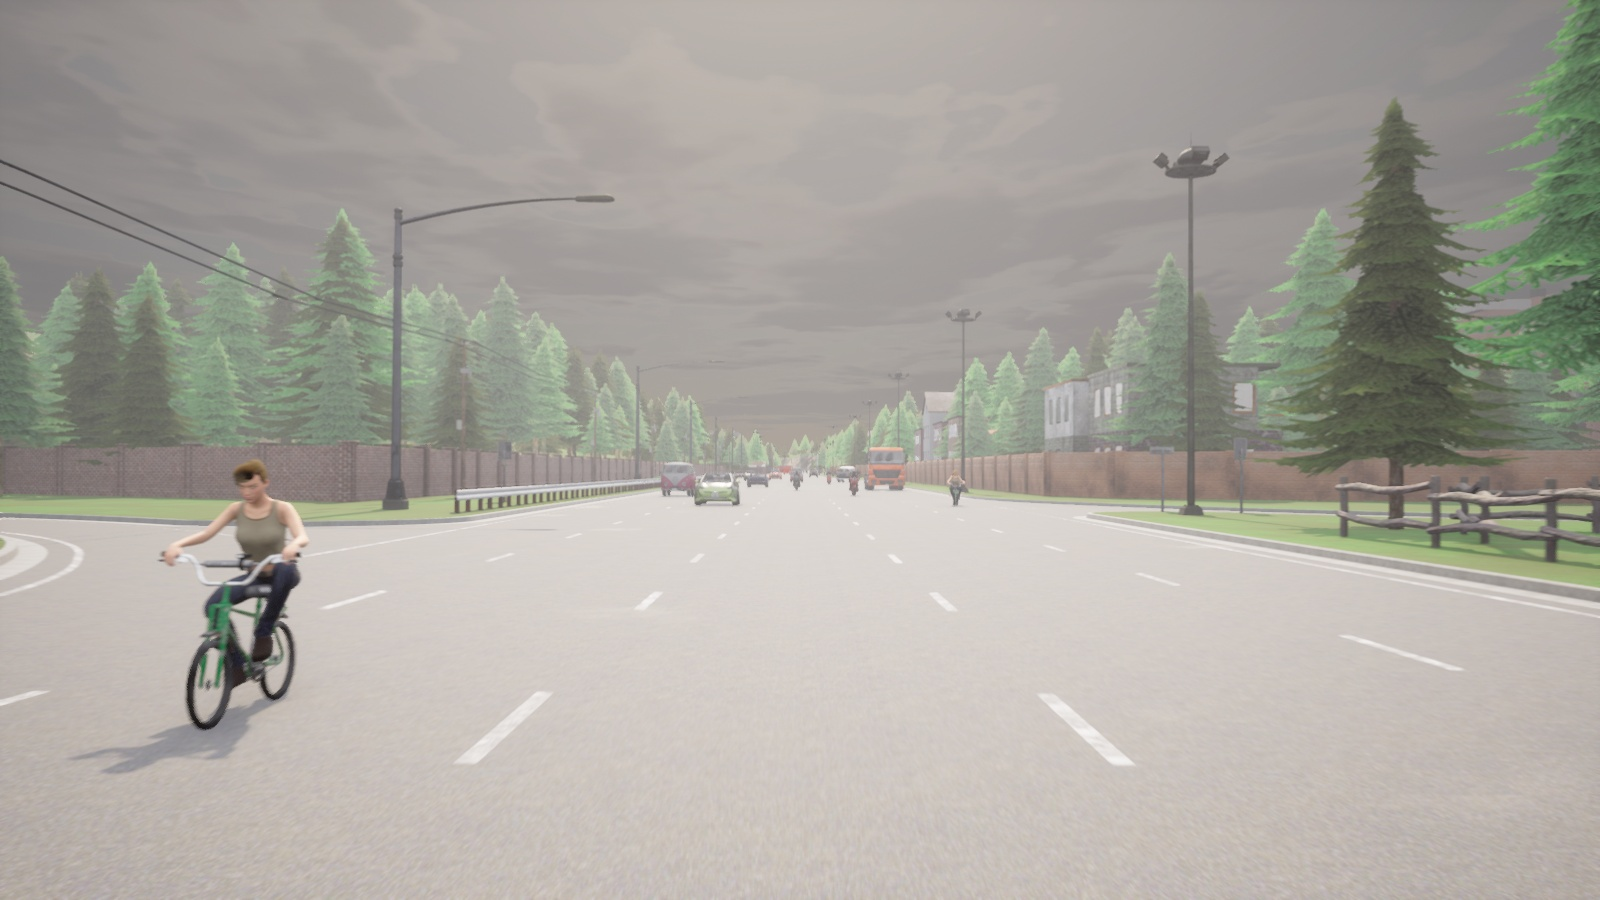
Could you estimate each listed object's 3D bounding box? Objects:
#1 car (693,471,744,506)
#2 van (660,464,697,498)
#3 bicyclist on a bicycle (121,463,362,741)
[{"bbox_3d":[-3.637,1.704,56.459,2.007,1.525,4.514,0,-1,0],"label":"car"},{"bbox_3d":[-7.181,1.823,74.676,1.775,1.987,4.442,0,-1,0],"label":"van"},{"bbox_3d":[-3.515,0.898,8.067,0.866,1.612,1.509,0,-1,0],"label":"bicyclist on a bicycle"}]
